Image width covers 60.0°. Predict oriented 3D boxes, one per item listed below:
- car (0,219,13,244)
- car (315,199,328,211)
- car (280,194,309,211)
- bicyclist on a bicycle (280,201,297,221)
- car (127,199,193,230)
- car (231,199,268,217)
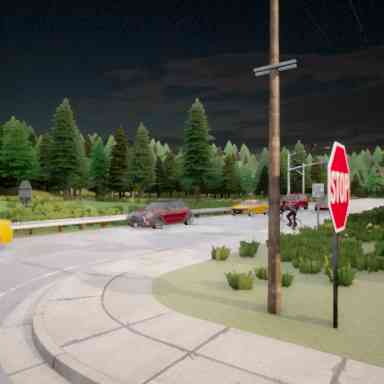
[{"bbox_3d":[-9.023,1.475,11.621,1.882,1.535,5.008,0,0,36],"label":"car"},{"bbox_3d":[15.994,1.562,39.214,1.994,1.385,4.181,0,0,36],"label":"car"},{"bbox_3d":[12.442,1.220,40.570,2.150,2.045,5.566,0,0,37],"label":"car"},{"bbox_3d":[5.239,1.300,18.318,1.656,1.620,0.582,0,0,36],"label":"bicyclist on a bicycle"},{"bbox_3d":[-1.953,1.349,21.178,2.097,1.767,4.553,0,0,36],"label":"car"},{"bbox_3d":[5.469,1.475,31.204,1.882,1.535,5.008,0,0,37],"label":"car"}]
